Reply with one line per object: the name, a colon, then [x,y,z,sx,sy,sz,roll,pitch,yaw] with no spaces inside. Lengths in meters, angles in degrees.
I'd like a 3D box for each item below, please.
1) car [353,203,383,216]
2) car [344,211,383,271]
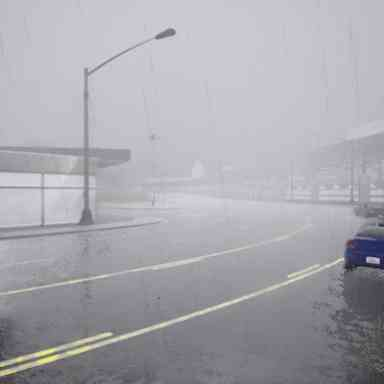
car: [15.324,1.605,28.455,1.895,1.301,4.718,0,0,13]
car: [6.010,1.525,9.958,1.812,1.442,4.674,0,0,42]
